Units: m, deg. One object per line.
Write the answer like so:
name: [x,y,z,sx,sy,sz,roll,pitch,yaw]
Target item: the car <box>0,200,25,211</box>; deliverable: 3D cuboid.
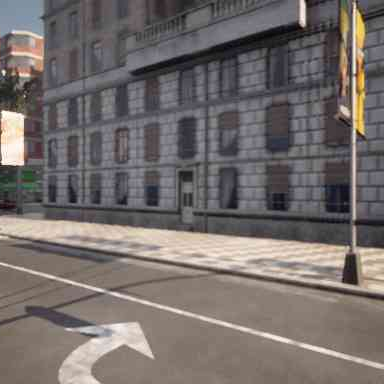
car: [-21.021,1.493,36.383,1.895,1.301,4.718,0,0,37]
